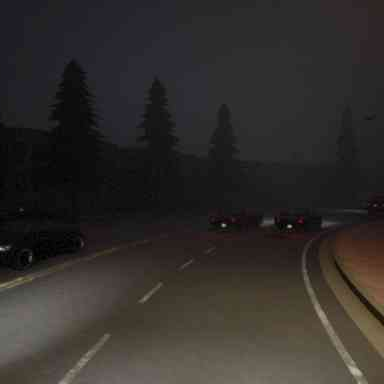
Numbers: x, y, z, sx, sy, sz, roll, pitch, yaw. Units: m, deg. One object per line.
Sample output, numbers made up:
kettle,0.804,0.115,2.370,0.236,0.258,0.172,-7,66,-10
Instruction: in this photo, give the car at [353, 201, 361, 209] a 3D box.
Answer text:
car,25.388,1.635,47.606,4.553,1.767,2.097,0,0,-23

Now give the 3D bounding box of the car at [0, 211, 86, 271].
car,-5.325,1.547,10.843,1.994,1.385,4.181,0,0,15

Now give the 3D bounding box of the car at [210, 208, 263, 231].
car,2.992,1.666,21.365,1.895,1.301,4.718,0,0,31

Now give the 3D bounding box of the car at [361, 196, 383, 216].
car,19.909,1.436,33.327,5.566,2.045,2.150,1,0,-31

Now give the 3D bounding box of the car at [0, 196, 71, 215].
car,-7.843,1.194,14.905,2.150,2.045,5.566,0,0,19

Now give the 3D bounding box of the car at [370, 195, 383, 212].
car,26.696,1.505,44.360,5.566,2.045,2.150,1,0,-23

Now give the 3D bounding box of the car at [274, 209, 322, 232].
car,6.829,1.694,20.973,1.895,1.301,4.718,0,0,33
